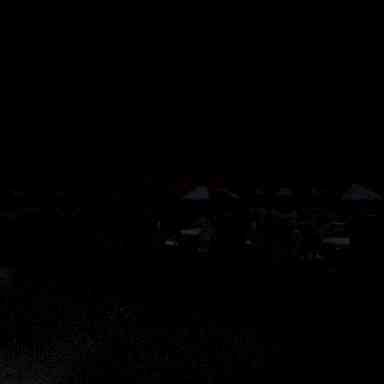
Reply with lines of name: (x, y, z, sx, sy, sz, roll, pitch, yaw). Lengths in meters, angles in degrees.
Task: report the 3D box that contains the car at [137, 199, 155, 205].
car: (-7.948, 1.958, 59.794, 1.994, 1.385, 4.181, -1, 0, 36)
